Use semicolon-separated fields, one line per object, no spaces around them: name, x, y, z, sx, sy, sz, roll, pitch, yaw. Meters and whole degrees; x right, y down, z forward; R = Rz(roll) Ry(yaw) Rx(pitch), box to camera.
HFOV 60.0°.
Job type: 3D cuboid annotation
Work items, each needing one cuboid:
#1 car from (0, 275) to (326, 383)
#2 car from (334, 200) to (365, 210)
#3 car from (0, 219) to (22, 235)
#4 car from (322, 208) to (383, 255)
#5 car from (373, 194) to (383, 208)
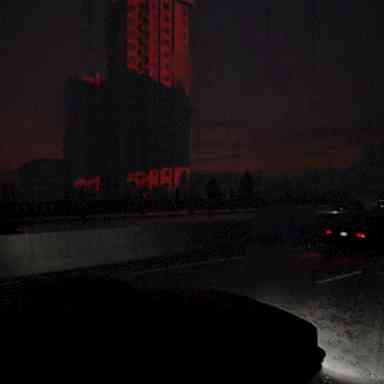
car;-1.098;1.548;2.963;5.357;1.411;2.033;0;0;-35
car;19.226;1.623;40.397;5.357;1.411;2.033;0;0;-44
car;-8.298;1.505;10.970;4.892;1.490;1.837;0;0;-35
car;7.481;1.558;13.378;5.357;1.411;2.033;0;0;-35
car;23.608;1.310;39.879;2.150;2.045;5.566;0;0;44
